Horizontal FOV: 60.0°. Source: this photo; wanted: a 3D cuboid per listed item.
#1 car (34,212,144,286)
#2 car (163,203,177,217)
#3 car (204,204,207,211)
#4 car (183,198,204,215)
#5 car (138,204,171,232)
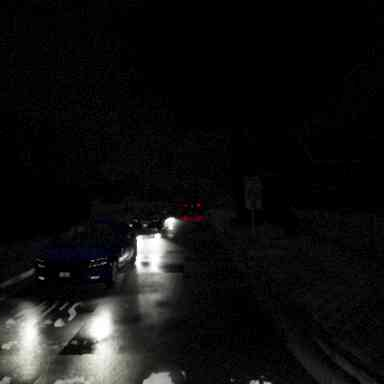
[{"bbox_3d":[-2.848,1.594,9.949,1.882,1.535,5.008,-1,0,0],"label":"car"},{"bbox_3d":[-2.719,1.993,37.455,2.128,1.511,4.902,-1,-1,1],"label":"car"},{"bbox_3d":[0.996,2.247,51.186,1.994,1.385,4.181,-1,-1,13],"label":"car"},{"bbox_3d":[0.061,1.737,40.590,2.150,2.045,5.566,-1,-1,1],"label":"car"},{"bbox_3d":[-2.818,1.782,22.468,2.128,1.511,4.902,-1,-1,0],"label":"car"}]
